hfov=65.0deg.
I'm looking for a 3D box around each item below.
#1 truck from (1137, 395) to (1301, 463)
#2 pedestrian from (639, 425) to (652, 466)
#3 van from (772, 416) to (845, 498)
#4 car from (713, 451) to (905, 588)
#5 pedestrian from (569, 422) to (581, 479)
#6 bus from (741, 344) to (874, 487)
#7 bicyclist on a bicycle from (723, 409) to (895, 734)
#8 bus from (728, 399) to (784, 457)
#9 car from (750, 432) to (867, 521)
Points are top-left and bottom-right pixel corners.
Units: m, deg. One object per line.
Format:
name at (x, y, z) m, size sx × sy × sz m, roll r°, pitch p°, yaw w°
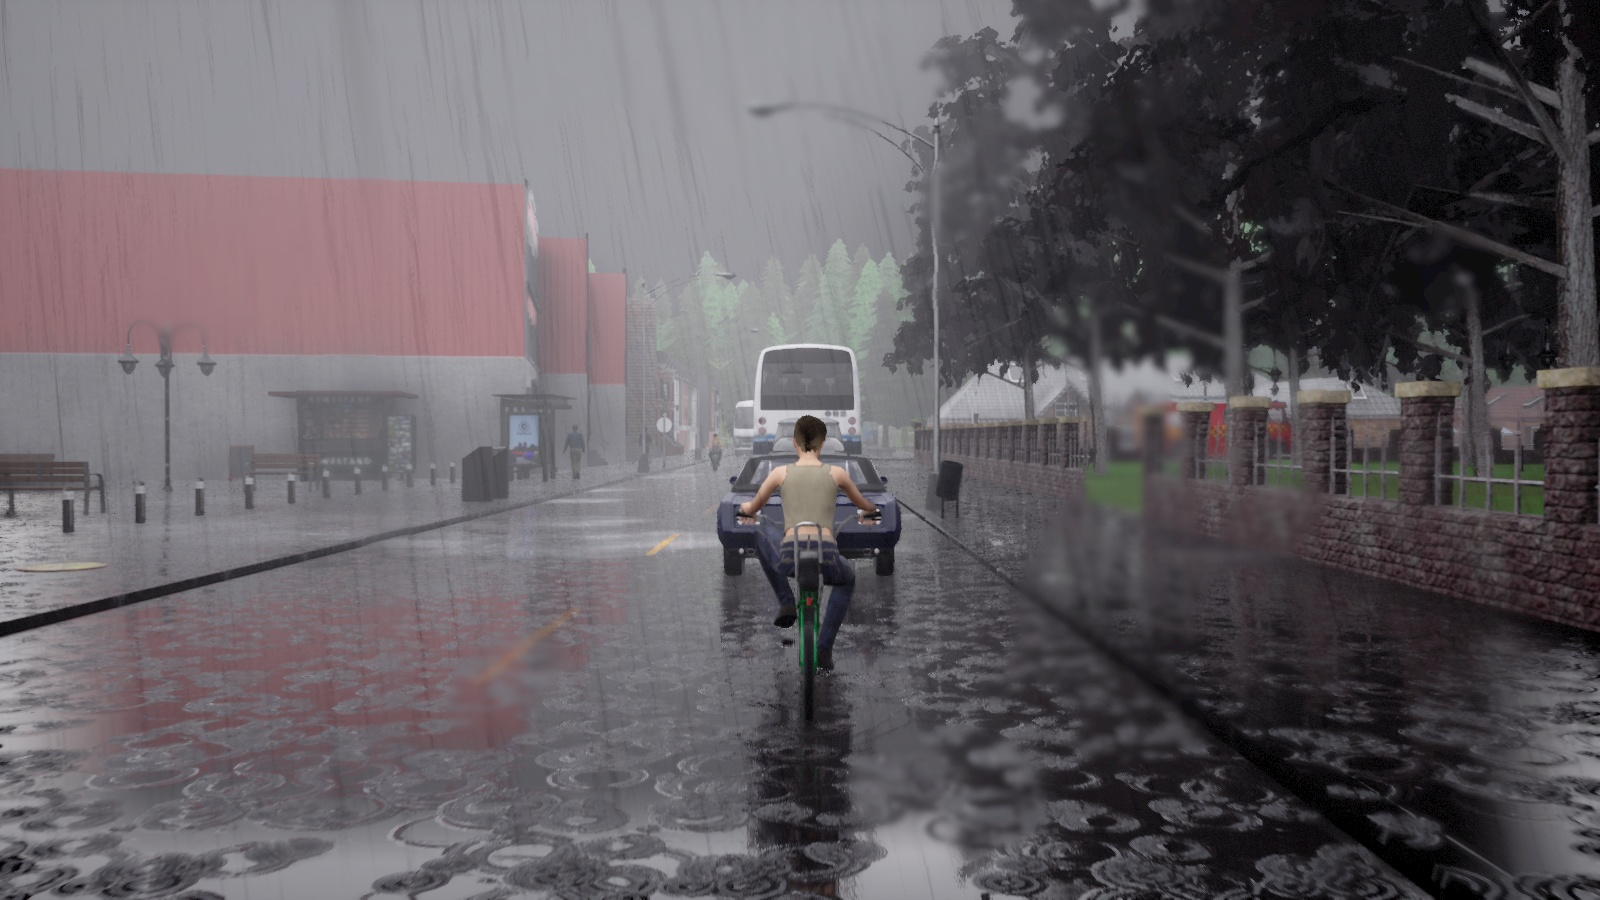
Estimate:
truck at (24.167, -1.189, 72.694) m, size 8.468 × 3.827 × 2.891 m, roll 0°, pitch 1°, yaw -1°
pedestrian at (-7.298, -0.200, 59.325) m, size 0.402 × 1.930 × 0.666 m, roll 0°, pitch 1°, yaw 10°
van at (0.224, 0.143, 32.754) m, size 1.775 × 1.987 × 4.442 m, roll 0°, pitch 1°, yaw 0°
car at (0.100, 0.686, 14.745) m, size 1.895 × 1.301 × 4.718 m, roll 0°, pitch 1°, yaw 0°
pedestrian at (-7.296, 0.005, 40.795) m, size 0.370 × 1.835 × 0.726 m, roll 0°, pitch 1°, yaw -9°
bus at (0.298, -1.092, 42.485) m, size 3.944 × 4.253 × 10.273 m, roll 0°, pitch 1°, yaw 1°
bicyclist on a bicycle at (0.049, 0.601, 7.153) m, size 0.866 × 1.612 × 1.509 m, roll 0°, pitch 4°, yaw 0°
bus at (-3.327, -1.690, 97.379) m, size 3.944 × 4.253 × 10.273 m, roll 0°, pitch 1°, yaw 0°
car at (0.162, 0.434, 23.768) m, size 2.007 × 1.525 × 4.514 m, roll 0°, pitch 1°, yaw 0°
